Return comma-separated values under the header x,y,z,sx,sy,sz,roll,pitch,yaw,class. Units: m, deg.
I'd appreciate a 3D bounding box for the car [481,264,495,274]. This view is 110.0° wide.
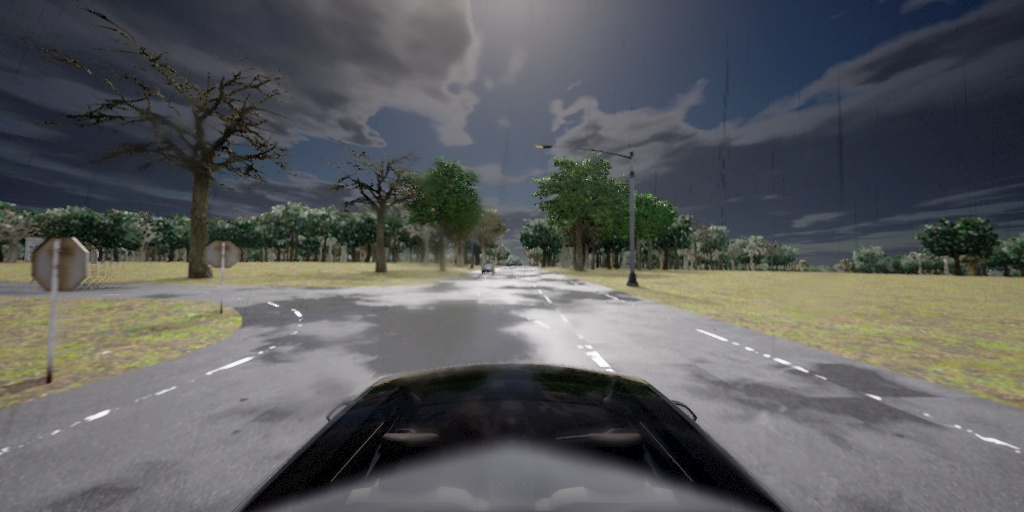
x,y,z,sx,sy,sz,roll,pitch,yaw,class
-3.576,1.911,53.669,1.837,1.490,4.892,0,-1,0,car
